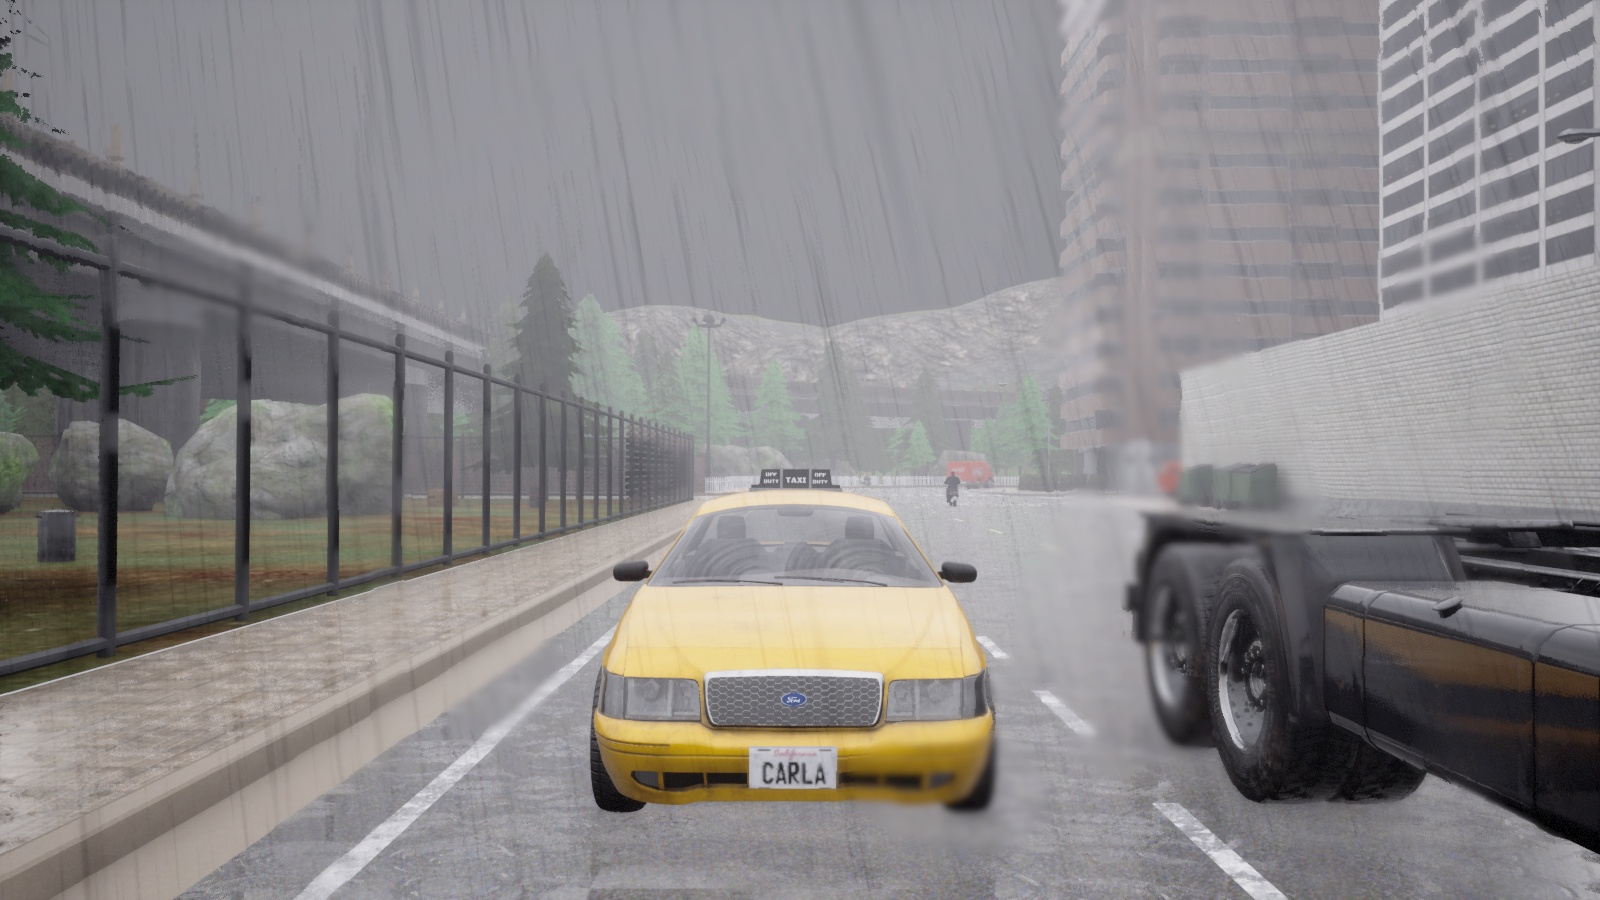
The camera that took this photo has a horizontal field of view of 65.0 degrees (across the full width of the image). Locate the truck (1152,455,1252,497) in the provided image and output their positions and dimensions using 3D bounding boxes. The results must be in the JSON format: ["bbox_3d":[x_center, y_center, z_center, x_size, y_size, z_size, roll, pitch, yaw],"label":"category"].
[{"bbox_3d":[24.154,1.562,75.577,5.204,2.467,2.627,0,-1,0],"label":"truck"}]

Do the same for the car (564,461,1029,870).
[{"bbox_3d":[-0.022,0.880,7.560,1.801,1.575,5.366,0,-1,0],"label":"car"}]

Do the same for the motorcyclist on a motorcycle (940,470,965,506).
[{"bbox_3d":[6.838,1.684,56.300,0.866,1.590,1.817,0,-1,0],"label":"motorcyclist on a motorcycle"}]

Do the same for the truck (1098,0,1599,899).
[{"bbox_3d":[3.483,-0.105,4.529,2.891,3.462,7.936,0,-1,0],"label":"truck"}]
